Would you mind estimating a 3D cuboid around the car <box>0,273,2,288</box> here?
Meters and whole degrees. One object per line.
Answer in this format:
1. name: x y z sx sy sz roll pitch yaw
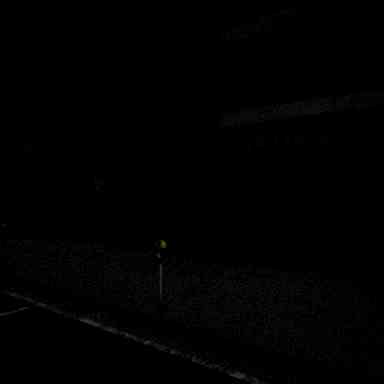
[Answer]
1. car: -6.073 1.440 7.412 4.097 1.590 1.967 0 0 36
